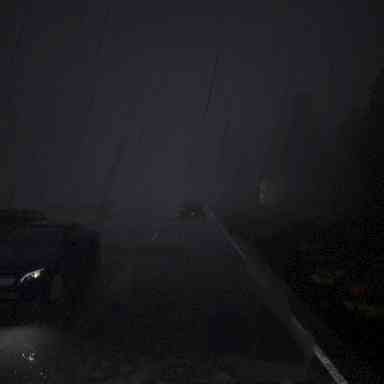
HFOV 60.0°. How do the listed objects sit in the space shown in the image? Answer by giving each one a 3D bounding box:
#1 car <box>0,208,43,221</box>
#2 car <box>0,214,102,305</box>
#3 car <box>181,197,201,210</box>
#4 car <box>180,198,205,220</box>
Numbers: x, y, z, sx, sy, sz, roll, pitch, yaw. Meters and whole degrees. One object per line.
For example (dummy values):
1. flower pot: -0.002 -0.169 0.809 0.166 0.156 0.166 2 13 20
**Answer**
1. car: -6.482 1.366 11.839 1.816 1.474 4.193 6 0 -2
2. car: -3.553 1.465 8.090 1.812 1.442 4.674 0 1 1
3. car: -0.171 1.305 38.603 1.895 1.301 4.718 0 1 -5
4. car: 0.056 1.335 25.581 1.812 1.442 4.674 0 1 0
